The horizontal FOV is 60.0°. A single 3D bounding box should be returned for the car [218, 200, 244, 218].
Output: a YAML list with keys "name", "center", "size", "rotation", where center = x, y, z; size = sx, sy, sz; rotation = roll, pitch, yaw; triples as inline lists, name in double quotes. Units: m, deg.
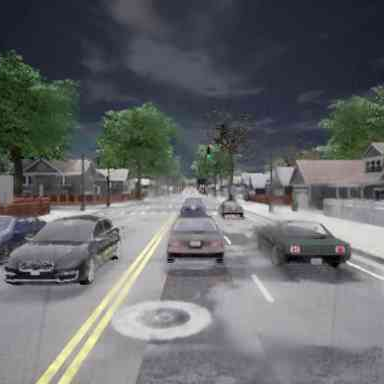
- name: "car"
  center: [3.348, 1.437, 29.170]
  size: [2.033, 1.411, 5.357]
  rotation: [0, 0, 0]

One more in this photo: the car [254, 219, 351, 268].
- name: "car"
  center: [3.349, 1.559, 11.156]
  size: [1.895, 1.301, 4.718]
  rotation: [0, 0, 0]

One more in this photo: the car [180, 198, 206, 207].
- name: "car"
  center: [0.097, 1.247, 27.682]
  size: [2.097, 1.767, 4.553]
  rotation: [0, 0, 0]

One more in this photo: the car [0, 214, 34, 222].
- name: "car"
  center: [-6.527, 1.504, 11.641]
  size: [2.033, 1.411, 5.357]
  rotation: [0, 0, 1]

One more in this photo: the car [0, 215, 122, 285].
- name: "car"
  center: [-3.296, 1.471, 9.459]
  size: [1.837, 1.490, 4.892]
  rotation: [0, 0, 0]

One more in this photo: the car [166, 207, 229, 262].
- name: "car"
  center: [0.098, 1.502, 11.945]
  size: [2.033, 1.411, 5.357]
  rotation: [0, 0, 0]
